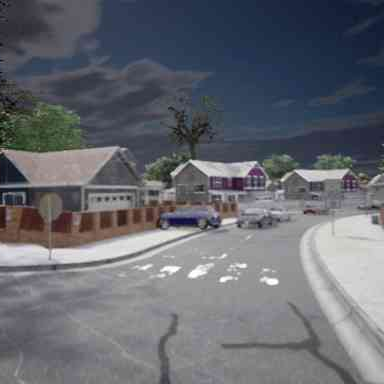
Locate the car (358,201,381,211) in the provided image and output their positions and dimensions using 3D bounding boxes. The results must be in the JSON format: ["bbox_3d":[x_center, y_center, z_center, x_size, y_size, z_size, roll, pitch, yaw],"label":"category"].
[{"bbox_3d":[28.513,2.156,53.464,4.902,1.511,2.128,1,-1,-37],"label":"car"}]

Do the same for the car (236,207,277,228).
[{"bbox_3d":[4.839,1.874,25.250,1.812,1.442,4.674,-1,-1,27],"label":"car"}]

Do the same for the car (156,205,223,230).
[{"bbox_3d":[-0.267,1.686,23.058,4.553,1.767,2.097,-2,-2,30],"label":"car"}]

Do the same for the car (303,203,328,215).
[{"bbox_3d":[15.237,2.094,41.000,1.994,1.385,4.181,-1,-1,40],"label":"car"}]

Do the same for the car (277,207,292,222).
[{"bbox_3d":[7.702,2.014,30.503,1.895,1.301,4.718,-1,-1,31],"label":"car"}]
